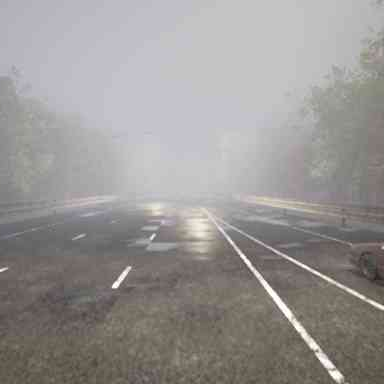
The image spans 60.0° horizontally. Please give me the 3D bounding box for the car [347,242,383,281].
[{"bbox_3d":[5.329,1.467,6.520,2.033,1.411,5.357,0,0,-6],"label":"car"}]
